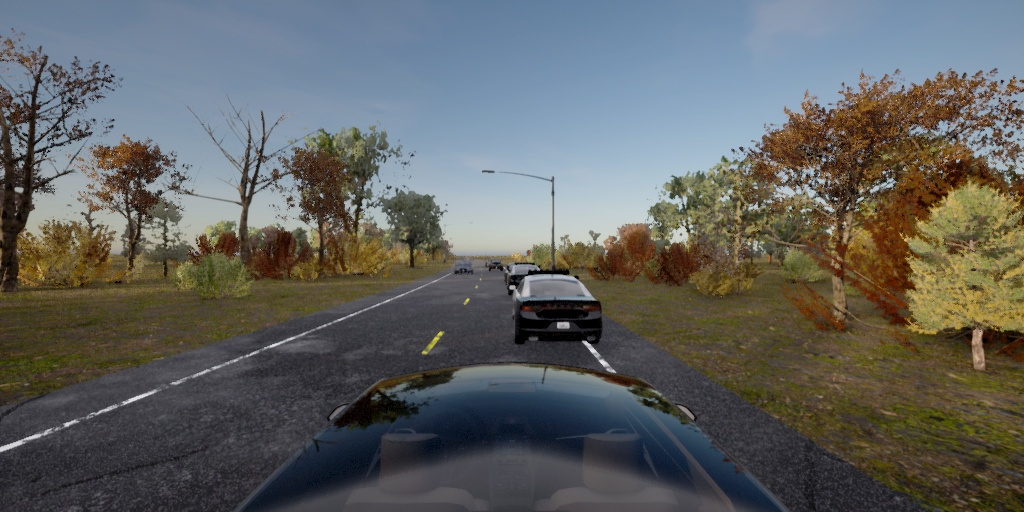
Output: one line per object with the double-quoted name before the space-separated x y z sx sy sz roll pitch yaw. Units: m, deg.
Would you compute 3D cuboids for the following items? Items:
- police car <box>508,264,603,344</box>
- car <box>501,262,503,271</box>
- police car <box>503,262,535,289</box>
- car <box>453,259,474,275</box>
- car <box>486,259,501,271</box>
"police car" 0.969 1.171 9.695 1.930 1.638 5.238 0 0 -1
"car" 0.413 1.207 25.665 1.882 1.535 5.008 0 0 -3
"police car" 0.679 1.163 19.747 1.930 1.638 5.238 0 0 -2
"car" -5.076 1.285 38.217 1.994 1.385 4.181 0 0 -4
"car" -2.169 1.216 47.337 1.837 1.490 4.892 0 0 -5
